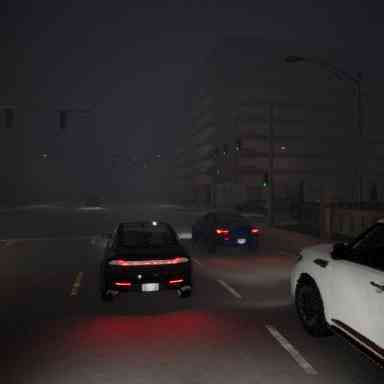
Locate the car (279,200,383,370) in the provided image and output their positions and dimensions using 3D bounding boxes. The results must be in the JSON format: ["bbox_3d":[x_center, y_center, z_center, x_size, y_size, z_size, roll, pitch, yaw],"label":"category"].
[{"bbox_3d":[3.067,1.221,3.600,2.150,2.045,5.566,0,0,-6],"label":"car"}]

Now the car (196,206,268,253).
[{"bbox_3d":[1.242,1.526,13.757,1.812,1.442,4.674,0,0,-12],"label":"car"}]

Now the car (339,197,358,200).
[{"bbox_3d":[19.183,1.581,37.065,4.674,1.442,1.812,0,0,-14],"label":"car"}]

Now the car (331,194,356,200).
[{"bbox_3d":[17.343,1.276,40.223,5.566,2.045,2.150,0,0,-14],"label":"car"}]

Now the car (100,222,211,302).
[{"bbox_3d":[-1.212,1.492,8.335,2.128,1.511,4.902,0,0,-11],"label":"car"}]

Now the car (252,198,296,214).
[{"bbox_3d":[9.099,1.407,34.591,4.553,1.767,2.097,0,0,-14],"label":"car"}]

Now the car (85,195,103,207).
[{"bbox_3d":[-14.661,1.564,49.459,1.994,1.385,4.181,0,0,-13],"label":"car"}]

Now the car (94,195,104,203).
[{"bbox_3d":[-19.594,1.478,70.277,1.882,1.535,5.008,0,0,-14],"label":"car"}]

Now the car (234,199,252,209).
[{"bbox_3d":[7.065,1.560,37.692,4.892,1.490,1.837,0,0,-14],"label":"car"}]
